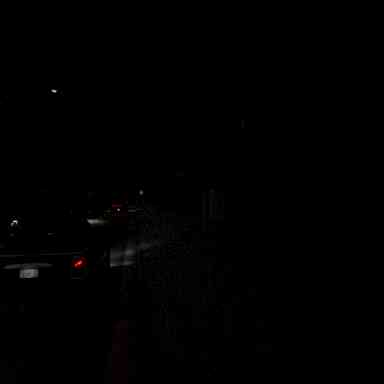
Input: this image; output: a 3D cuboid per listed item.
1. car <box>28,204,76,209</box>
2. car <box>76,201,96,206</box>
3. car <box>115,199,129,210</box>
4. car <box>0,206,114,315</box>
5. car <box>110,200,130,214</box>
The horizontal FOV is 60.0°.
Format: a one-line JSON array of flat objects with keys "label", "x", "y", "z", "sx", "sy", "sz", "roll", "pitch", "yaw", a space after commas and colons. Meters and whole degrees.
[{"label": "car", "x": -7.574, "y": 1.433, "z": 17.014, "sx": 2.097, "sy": 1.767, "sz": 4.553, "roll": 0, "pitch": 0, "yaw": -10}, {"label": "car", "x": -9.879, "y": 1.610, "z": 30.403, "sx": 1.882, "sy": 1.535, "sz": 5.008, "roll": 0, "pitch": 1, "yaw": -10}, {"label": "car", "x": -10.089, "y": 1.790, "z": 48.303, "sx": 1.895, "sy": 1.301, "sz": 4.718, "roll": 0, "pitch": 0, "yaw": -10}, {"label": "car", "x": -3.068, "y": 1.379, "z": 7.621, "sx": 2.097, "sy": 1.767, "sz": 4.553, "roll": 0, "pitch": 0, "yaw": -10}, {"label": "car", "x": -8.258, "y": 1.647, "z": 37.995, "sx": 1.837, "sy": 1.490, "sz": 4.892, "roll": 0, "pitch": 0, "yaw": -9}]
